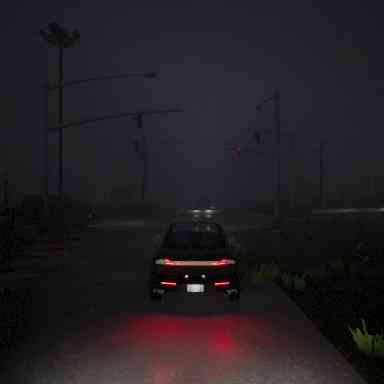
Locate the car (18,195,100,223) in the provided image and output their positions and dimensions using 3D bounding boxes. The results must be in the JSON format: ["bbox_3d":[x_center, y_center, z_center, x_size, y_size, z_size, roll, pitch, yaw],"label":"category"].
[{"bbox_3d":[-9.536,1.221,23.986,5.566,2.045,2.150,0,0,1],"label":"car"}]

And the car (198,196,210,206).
[{"bbox_3d":[1.955,1.443,53.313,1.882,1.535,5.008,0,0,3],"label":"car"}]

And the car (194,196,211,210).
[{"bbox_3d":[1.422,1.491,42.909,1.812,1.442,4.674,0,0,3],"label":"car"}]

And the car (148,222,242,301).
[{"bbox_3d":[0.079,1.492,8.323,2.128,1.511,4.902,0,0,0],"label":"car"}]

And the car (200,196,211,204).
[{"bbox_3d":[2.608,1.529,65.204,1.994,1.385,4.181,0,0,4],"label":"car"}]
